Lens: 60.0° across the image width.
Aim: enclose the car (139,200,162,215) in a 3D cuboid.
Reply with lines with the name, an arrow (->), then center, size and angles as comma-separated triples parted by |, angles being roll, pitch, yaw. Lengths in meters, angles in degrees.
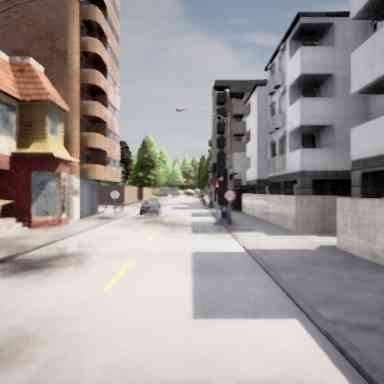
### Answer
car -> -4.038, 1.510, 33.212 | 1.812, 1.442, 4.674 | 0, 0, 0
